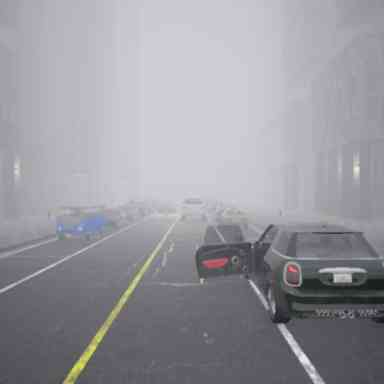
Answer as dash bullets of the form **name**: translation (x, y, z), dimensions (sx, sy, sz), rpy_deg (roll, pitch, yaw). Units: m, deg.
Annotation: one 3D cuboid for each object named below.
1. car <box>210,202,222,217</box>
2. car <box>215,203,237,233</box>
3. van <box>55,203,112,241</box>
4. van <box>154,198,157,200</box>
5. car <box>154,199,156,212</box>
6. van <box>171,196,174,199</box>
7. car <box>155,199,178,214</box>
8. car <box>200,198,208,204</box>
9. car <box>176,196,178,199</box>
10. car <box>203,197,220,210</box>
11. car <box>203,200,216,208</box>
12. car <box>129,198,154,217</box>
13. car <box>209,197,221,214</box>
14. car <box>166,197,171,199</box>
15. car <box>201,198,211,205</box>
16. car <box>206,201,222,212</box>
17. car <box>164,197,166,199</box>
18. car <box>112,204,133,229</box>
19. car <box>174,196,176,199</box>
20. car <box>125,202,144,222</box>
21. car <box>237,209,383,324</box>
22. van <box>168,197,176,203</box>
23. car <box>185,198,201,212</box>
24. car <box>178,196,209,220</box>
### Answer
- **car**: translation (2.863, 1.793, 28.703), dimensions (2.008, 1.369, 4.403), rpy_deg (0, 0, 0)
- **car**: translation (2.845, 1.721, 23.237), dimensions (1.752, 1.417, 4.829), rpy_deg (0, 0, 0)
- **van**: translation (-5.701, 1.503, 17.450), dimensions (1.690, 1.788, 3.998), rpy_deg (0, 0, 0)
- **van**: translation (-5.605, 1.746, 45.632), dimensions (1.690, 1.788, 3.998), rpy_deg (0, 0, 0)
- **car**: translation (-5.623, 1.901, 39.994), dimensions (1.887, 1.381, 4.507), rpy_deg (0, 0, 0)
- **van**: translation (-5.508, 1.990, 73.814), dimensions (1.690, 1.788, 3.998), rpy_deg (0, -1, 0)
- **car**: translation (-2.921, 1.875, 39.916), dimensions (1.812, 1.442, 4.674), rpy_deg (0, -1, 1)
- **car**: translation (3.056, 2.298, 85.063), dimensions (1.947, 1.339, 4.313), rpy_deg (0, -1, 0)
- **car**: translation (-5.469, 2.299, 85.085), dimensions (2.008, 1.369, 4.403), rpy_deg (0, -1, 0)
- **car**: translation (2.939, 1.752, 51.249), dimensions (2.192, 1.841, 5.009), rpy_deg (0, 0, 0)
- **car**: translation (2.960, 2.031, 56.883), dimensions (1.887, 1.381, 4.507), rpy_deg (0, 0, 0)
- **car**: translation (-5.643, 1.622, 34.359), dimensions (2.192, 1.841, 5.009), rpy_deg (0, 0, 0)
- **car**: translation (2.901, 1.780, 39.975), dimensions (1.967, 1.590, 4.097), rpy_deg (0, 0, 0)
- **car**: translation (-5.546, 1.991, 62.541), dimensions (1.967, 1.590, 4.097), rpy_deg (0, 0, 0)
- **car**: translation (3.017, 2.072, 73.792), dimensions (1.967, 1.590, 4.097), rpy_deg (0, -1, 0)
- **car**: translation (2.921, 1.954, 45.611), dimensions (1.947, 1.339, 4.313), rpy_deg (0, 0, 0)
- **car**: translation (-5.585, 1.893, 51.268), dimensions (1.967, 1.590, 4.097), rpy_deg (0, 0, 0)
- **car**: translation (-5.681, 1.776, 23.084), dimensions (1.947, 1.339, 4.313), rpy_deg (0, 0, 0)
- **car**: translation (-5.489, 2.222, 79.279), dimensions (1.752, 1.417, 4.829), rpy_deg (0, -1, 0)
- **car**: translation (-5.661, 1.825, 28.721), dimensions (1.947, 1.339, 4.313), rpy_deg (0, 0, 0)
- **car**: translation (2.419, 1.412, 7.446), dimensions (2.097, 1.767, 4.553), rpy_deg (0, 0, 0)
- **van**: translation (-5.451, 2.141, 90.723), dimensions (1.690, 1.788, 3.998), rpy_deg (0, -1, 0)
- **car**: translation (0.202, 1.747, 45.850), dimensions (2.097, 1.767, 4.553), rpy_deg (0, -1, 1)
- **car**: translation (0.163, 1.489, 30.750), dimensions (2.150, 2.045, 5.566), rpy_deg (0, 0, 1)
